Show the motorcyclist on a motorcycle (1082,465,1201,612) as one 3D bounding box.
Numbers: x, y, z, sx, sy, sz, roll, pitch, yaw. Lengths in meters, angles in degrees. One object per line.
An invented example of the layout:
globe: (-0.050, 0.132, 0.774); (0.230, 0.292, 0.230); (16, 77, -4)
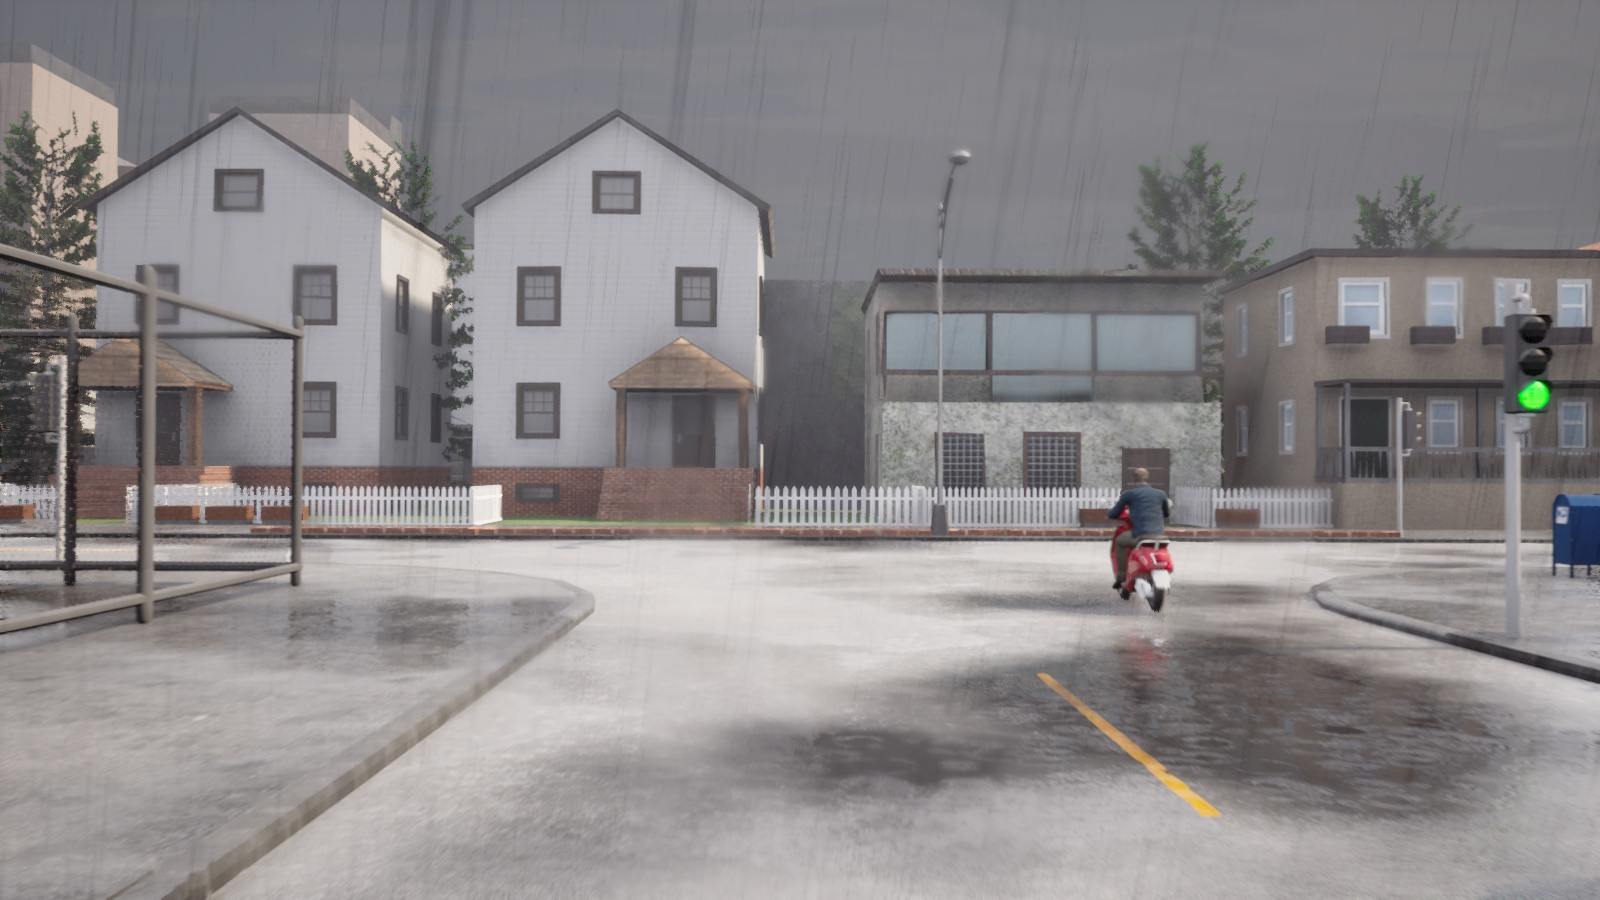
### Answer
motorcyclist on a motorcycle: (3.921, 0.976, 14.575); (0.866, 1.590, 1.817); (0, -1, 0)

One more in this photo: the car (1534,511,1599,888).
car: (3.978, 0.907, 2.983); (1.994, 1.385, 4.181); (0, -1, 0)
